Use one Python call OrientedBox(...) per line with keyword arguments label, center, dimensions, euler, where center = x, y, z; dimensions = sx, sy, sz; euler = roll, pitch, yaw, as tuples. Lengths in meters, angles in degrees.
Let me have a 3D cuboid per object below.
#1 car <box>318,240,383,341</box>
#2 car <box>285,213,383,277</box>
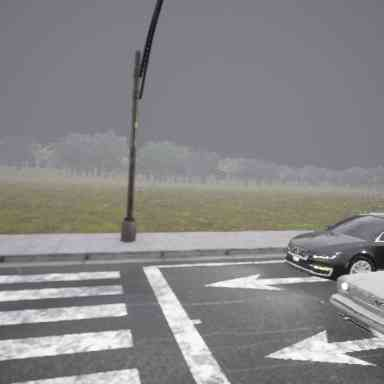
OrientedBox(label="car", center=(4.471, 1.525, 4.759), dimensions=(4.718, 1.301, 1.895), euler=(1, 2, -16))
OrientedBox(label="car", center=(4.686, 1.294, 8.211), dimensions=(4.892, 1.490, 1.837), euler=(1, 2, -17))
